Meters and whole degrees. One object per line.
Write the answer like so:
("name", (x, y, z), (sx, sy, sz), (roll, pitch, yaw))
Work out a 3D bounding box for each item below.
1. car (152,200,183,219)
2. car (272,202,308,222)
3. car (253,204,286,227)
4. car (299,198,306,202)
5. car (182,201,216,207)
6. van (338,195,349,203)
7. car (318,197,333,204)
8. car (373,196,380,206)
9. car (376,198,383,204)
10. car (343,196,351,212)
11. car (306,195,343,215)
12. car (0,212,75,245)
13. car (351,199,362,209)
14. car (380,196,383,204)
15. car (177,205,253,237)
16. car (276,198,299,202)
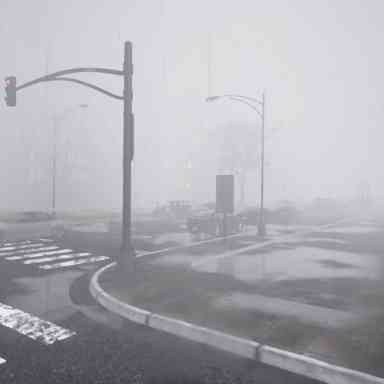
("car", (-1.651, 1.481, 29.474), (1.967, 1.590, 4.097), (1, 0, 36))
("car", (7.926, 1.779, 27.921), (1.802, 1.307, 4.206), (1, 0, 36))
("car", (4.681, 1.737, 23.505), (1.947, 1.339, 4.313), (1, 0, 36))
("car", (18.075, 1.726, 56.098), (1.752, 1.417, 4.829), (1, 0, 36))
("car", (1.484, 1.616, 29.139), (1.812, 1.442, 4.674), (1, 0, 36))
("van", (37.901, 1.706, 83.072), (1.690, 1.788, 3.998), (1, 0, 36))
("car", (28.037, 1.849, 69.653), (1.947, 1.339, 4.313), (1, 0, 36))
("car", (34.891, 1.940, 64.829), (1.752, 1.417, 4.829), (1, 0, 36))
("car", (44.652, 2.047, 78.111), (2.008, 1.369, 4.403), (1, 0, 36))
("car", (18.397, 1.720, 42.299), (1.967, 1.590, 4.097), (1, 0, 36))
("car", (15.138, 1.569, 37.805), (2.192, 1.841, 5.009), (1, 0, 36))
("car", (-8.032, 1.616, 15.632), (1.895, 1.301, 4.718), (1, 0, 32))
("car", (24.930, 1.773, 51.273), (1.967, 1.590, 4.097), (1, 0, 36))
("car", (41.368, 1.783, 73.637), (2.192, 1.841, 5.009), (1, 0, 36))
("car", (1.435, 1.696, 19.088), (2.008, 1.369, 4.403), (1, 0, 36))
("car", (11.783, 1.681, 43.096), (1.837, 1.490, 4.892), (1, 0, 37))
